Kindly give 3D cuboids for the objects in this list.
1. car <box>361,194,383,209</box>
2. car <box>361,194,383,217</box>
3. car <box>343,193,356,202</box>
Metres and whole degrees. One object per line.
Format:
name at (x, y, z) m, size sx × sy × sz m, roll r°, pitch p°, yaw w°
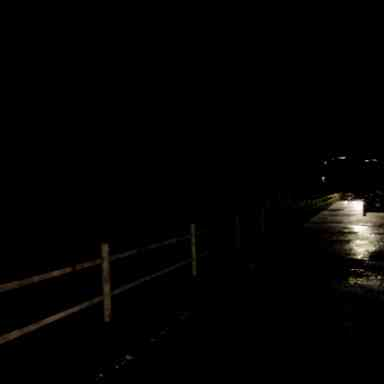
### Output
car at (19.981, 1.013, 36.959) m, size 2.128 × 1.511 × 4.902 m, roll -3°, pitch -1°, yaw 27°
car at (14.966, 0.985, 27.000) m, size 2.097 × 1.767 × 4.553 m, roll -3°, pitch -1°, yaw 27°
car at (27.755, 0.918, 58.678) m, size 1.837 × 1.490 × 4.892 m, roll -3°, pitch -1°, yaw 27°
